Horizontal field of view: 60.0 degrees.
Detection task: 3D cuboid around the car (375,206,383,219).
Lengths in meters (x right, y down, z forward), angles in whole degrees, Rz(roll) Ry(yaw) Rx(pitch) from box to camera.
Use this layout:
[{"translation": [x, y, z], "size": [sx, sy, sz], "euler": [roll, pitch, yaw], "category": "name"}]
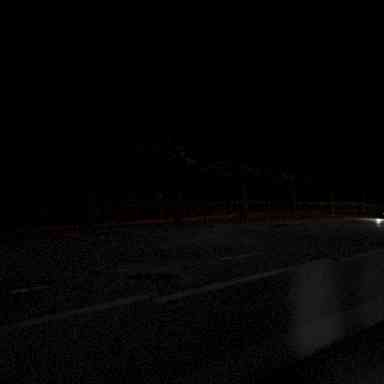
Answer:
[{"translation": [18.305, 1.794, 29.946], "size": [4.181, 1.385, 1.994], "euler": [3, -2, -35], "category": "car"}]
